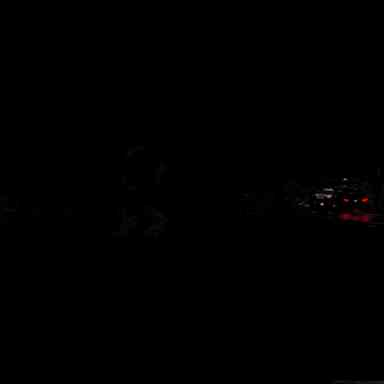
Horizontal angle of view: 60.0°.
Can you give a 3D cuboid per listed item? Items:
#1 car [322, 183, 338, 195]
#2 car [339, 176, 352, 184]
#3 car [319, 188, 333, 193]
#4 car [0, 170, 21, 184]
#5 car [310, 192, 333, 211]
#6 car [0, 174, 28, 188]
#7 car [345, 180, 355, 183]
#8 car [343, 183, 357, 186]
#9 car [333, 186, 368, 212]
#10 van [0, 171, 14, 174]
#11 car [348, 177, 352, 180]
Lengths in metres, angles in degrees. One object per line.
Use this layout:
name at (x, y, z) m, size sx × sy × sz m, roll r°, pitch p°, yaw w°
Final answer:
car at (21.833, -0.509, 52.434) m, size 2.033 × 1.411 × 5.357 m, roll 1°, pitch 5°, yaw 25°
car at (35.242, -2.786, 76.526) m, size 2.128 × 1.511 × 4.902 m, roll 1°, pitch 5°, yaw 20°
car at (17.347, 0.361, 43.224) m, size 1.895 × 1.301 × 4.718 m, roll 2°, pitch 5°, yaw 27°
car at (-30.383, -2.333, 52.525) m, size 2.435 × 2.045 × 5.566 m, roll 7°, pitch 4°, yaw 22°
car at (13.030, 1.044, 33.581) m, size 1.994 × 1.385 × 4.181 m, roll 1°, pitch 3°, yaw 18°
car at (-25.996, -1.443, 48.548) m, size 2.097 × 1.535 × 5.008 m, roll 6°, pitch 4°, yaw 22°
car at (24.361, -0.474, 50.763) m, size 1.882 × 1.535 × 5.008 m, roll 1°, pitch 5°, yaw 25°
car at (20.030, 0.181, 41.877) m, size 2.097 × 1.767 × 4.553 m, roll 2°, pitch 5°, yaw 27°
car at (15.481, 0.763, 32.348) m, size 2.150 × 2.045 × 5.566 m, roll 1°, pitch 3°, yaw 17°
van at (-28.133, -1.991, 50.655) m, size 1.878 × 1.987 × 4.442 m, roll 6°, pitch 4°, yaw 22°
car at (30.467, -1.736, 64.456) m, size 1.882 × 1.535 × 5.008 m, roll 1°, pitch 5°, yaw 22°
